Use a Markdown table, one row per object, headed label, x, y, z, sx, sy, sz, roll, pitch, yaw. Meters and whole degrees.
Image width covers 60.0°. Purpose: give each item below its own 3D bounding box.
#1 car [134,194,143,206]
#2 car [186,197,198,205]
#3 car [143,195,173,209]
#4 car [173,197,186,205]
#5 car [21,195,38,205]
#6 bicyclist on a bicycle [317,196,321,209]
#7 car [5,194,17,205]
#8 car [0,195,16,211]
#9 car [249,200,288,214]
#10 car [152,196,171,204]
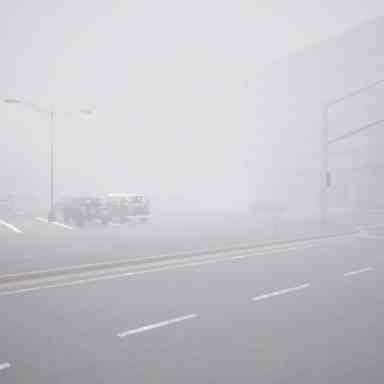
| label | x | y | z | sx | sy | sz | roll | pitch | yaw |
| --- | --- | --- | --- | --- | --- | --- | --- | --- | --- |
| car | -9.224 | 1.579 | 66.502 | 1.812 | 1.442 | 4.674 | 0 | 0 | -35 |
| car | -0.972 | 1.601 | 61.035 | 2.033 | 1.411 | 5.357 | 0 | 0 | -35 |
| car | -5.704 | 1.404 | 55.419 | 2.097 | 1.767 | 4.553 | 0 | 0 | -35 |
| car | -3.828 | 1.545 | 59.011 | 2.128 | 1.511 | 4.902 | 0 | 0 | -35 |
| car | -27.173 | 1.208 | 55.422 | 1.932 | 1.855 | 4.605 | 0 | 0 | -35 |
| bicyclist on a bicycle | 16.620 | 1.354 | 42.913 | 1.656 | 1.620 | 0.582 | 0 | 0 | -35 |
| car | -29.569 | 1.211 | 53.797 | 1.905 | 1.878 | 3.866 | 0 | 0 | -35 |
| car | -21.703 | 1.451 | 37.968 | 1.970 | 1.475 | 3.806 | 0 | 0 | -35 |
| car | 8.148 | 1.579 | 35.910 | 1.812 | 1.442 | 4.674 | 0 | 0 | -36 |
| car | -6.372 | 1.617 | 68.531 | 1.994 | 1.385 | 4.181 | 0 | 0 | -35 |
